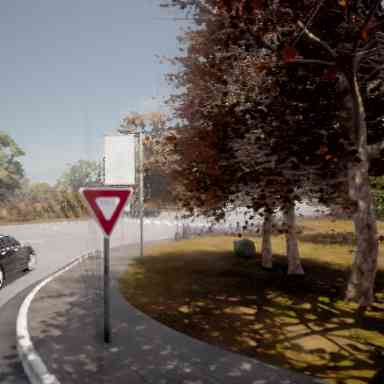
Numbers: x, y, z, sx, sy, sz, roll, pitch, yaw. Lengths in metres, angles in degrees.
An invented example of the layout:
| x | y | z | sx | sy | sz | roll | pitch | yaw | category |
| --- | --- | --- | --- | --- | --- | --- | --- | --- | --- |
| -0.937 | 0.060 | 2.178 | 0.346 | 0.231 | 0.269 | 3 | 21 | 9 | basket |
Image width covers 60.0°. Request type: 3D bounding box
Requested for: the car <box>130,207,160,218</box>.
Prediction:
| x | y | z | sx | sy | sz | roll | pitch | yaw | category |
| --- | --- | --- | --- | --- | --- | --- | --- | --- | --- |
| -6.641 | 2.912 | 47.465 | 1.812 | 1.442 | 4.674 | -1 | 1 | 45 | car |

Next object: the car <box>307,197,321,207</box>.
| x | y | z | sx | sy | sz | roll | pitch | yaw | category |
| --- | --- | --- | --- | --- | --- | --- | --- | --- | --- |
| 22.584 | 1.719 | 59.768 | 4.553 | 1.767 | 2.097 | -2 | 1 | -45 | car |

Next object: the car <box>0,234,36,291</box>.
| x | y | z | sx | sy | sz | roll | pitch | yaw | category |
| --- | --- | --- | --- | --- | --- | --- | --- | --- | --- |
| -6.389 | 2.059 | 10.319 | 1.837 | 1.490 | 4.892 | -2 | -2 | -10 | car |
